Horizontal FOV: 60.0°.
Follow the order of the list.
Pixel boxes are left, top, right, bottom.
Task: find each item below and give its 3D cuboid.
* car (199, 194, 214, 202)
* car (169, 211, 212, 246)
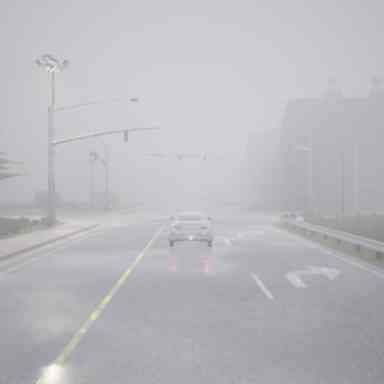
[{"bbox_3d":[3.442,1.431,79.575,1.905,1.878,3.866,-8,3,-43],"label":"car"},{"bbox_3d":[-0.060,1.583,15.444,1.812,1.442,4.674,0,0,0],"label":"car"}]
